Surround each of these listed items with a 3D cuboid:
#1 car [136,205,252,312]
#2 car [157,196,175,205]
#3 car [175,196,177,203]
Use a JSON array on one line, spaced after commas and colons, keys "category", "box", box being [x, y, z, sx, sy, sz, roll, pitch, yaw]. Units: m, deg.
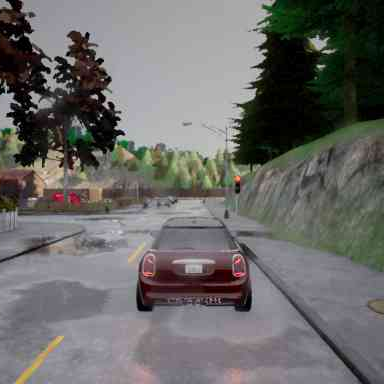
[{"category": "car", "box": [0.055, 1.352, 7.891, 2.097, 1.767, 4.553, 0, 0, 1]}, {"category": "car", "box": [-4.087, 1.491, 49.060, 2.128, 1.511, 4.902, 0, 0, 0]}, {"category": "car", "box": [-4.064, 1.526, 59.090, 1.812, 1.442, 4.674, 0, 0, 0]}]
